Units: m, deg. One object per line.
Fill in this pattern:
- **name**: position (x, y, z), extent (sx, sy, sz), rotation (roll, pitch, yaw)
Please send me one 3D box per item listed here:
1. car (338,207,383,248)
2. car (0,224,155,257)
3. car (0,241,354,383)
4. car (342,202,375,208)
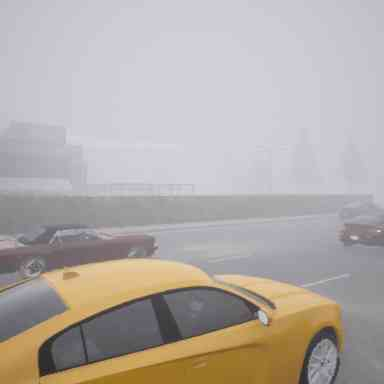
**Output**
- **car**: position (7.900, 1.526, 13.682), extent (4.674, 1.442, 1.812), rotation (0, 0, -36)
- **car**: position (-3.422, 1.601, 9.901), extent (4.718, 1.301, 1.895), rotation (0, 0, -35)
- **car**: position (-0.415, 1.477, 3.450), extent (5.008, 1.535, 1.882), rotation (0, 0, -35)
- **car**: position (13.349, 1.525, 26.155), extent (4.674, 1.442, 1.812), rotation (0, 0, -36)
